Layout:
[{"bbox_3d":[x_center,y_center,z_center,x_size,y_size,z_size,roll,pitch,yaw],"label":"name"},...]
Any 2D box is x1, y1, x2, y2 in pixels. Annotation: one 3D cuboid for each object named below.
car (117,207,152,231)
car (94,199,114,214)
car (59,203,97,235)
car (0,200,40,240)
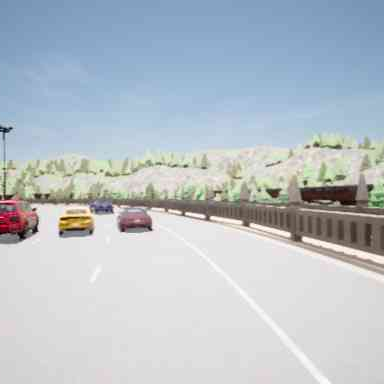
[{"bbox_3d":[-3.821,1.704,21.823,1.994,1.385,4.181,-1,0,-16],"label":"car"},{"bbox_3d":[-11.023,1.701,40.445,2.097,1.767,4.553,-1,0,-26],"label":"car"},{"bbox_3d":[-7.137,1.690,20.823,1.882,1.535,5.008,-1,0,-16],"label":"car"},{"bbox_3d":[-10.113,1.495,18.603,2.150,2.045,5.566,-1,0,-15],"label":"car"}]
